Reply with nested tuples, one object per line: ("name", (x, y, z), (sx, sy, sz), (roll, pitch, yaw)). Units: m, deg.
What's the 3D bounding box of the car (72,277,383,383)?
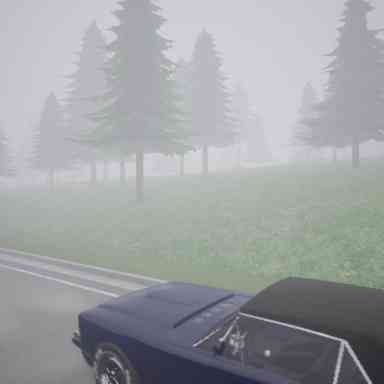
("car", (0.918, 1.600, 3.339), (4.718, 1.301, 1.895), (0, 0, 36))
